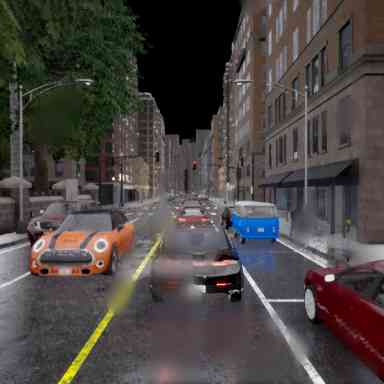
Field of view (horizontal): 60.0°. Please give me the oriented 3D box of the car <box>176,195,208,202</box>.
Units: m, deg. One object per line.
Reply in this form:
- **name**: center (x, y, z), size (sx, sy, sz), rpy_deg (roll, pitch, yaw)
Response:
- **car**: center (0.029, 1.338, 27.493), size (2.097, 1.767, 4.553), rpy_deg (0, 0, 2)

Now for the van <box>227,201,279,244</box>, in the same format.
- **van**: center (2.845, 1.336, 15.586), size (1.690, 1.788, 3.998), rpy_deg (0, 0, 0)

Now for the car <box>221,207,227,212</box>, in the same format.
- **car**: center (2.841, 1.557, 21.247), size (1.947, 1.339, 4.313), rpy_deg (0, 0, 0)

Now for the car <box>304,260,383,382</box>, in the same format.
- **car**: center (2.852, 1.544, 4.266), size (1.887, 1.381, 4.507), rpy_deg (0, 0, 0)

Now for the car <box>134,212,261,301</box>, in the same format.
- **car**: center (0.094, 1.490, 8.274), size (2.128, 1.511, 4.902), rpy_deg (0, 0, 0)

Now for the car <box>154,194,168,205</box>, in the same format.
- **car**: center (-5.710, 1.480, 59.059), size (1.752, 1.417, 4.829), rpy_deg (0, 0, 0)

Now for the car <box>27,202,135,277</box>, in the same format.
- **car**: center (-3.099, 1.349, 10.351), size (2.097, 1.767, 4.553), rpy_deg (0, 0, 0)

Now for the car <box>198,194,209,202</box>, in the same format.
- **car**: center (2.803, 1.387, 75.624), size (1.967, 1.590, 4.097), rpy_deg (0, 0, 0)

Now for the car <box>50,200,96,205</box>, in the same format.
- **car**: center (-5.680, 1.310, 15.541), size (2.192, 1.841, 5.009), rpy_deg (0, 0, 0)

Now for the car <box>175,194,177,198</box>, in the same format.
- **car**: center (-5.728, 1.496, 86.483), size (2.008, 1.369, 4.403), rpy_deg (0, 0, 0)

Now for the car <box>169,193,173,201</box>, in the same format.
- **car**: center (-5.717, 1.493, 70.131), size (1.887, 1.381, 4.507), rpy_deg (0, 0, 0)

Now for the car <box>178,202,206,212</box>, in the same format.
- **car**: center (0.091, 1.519, 18.536), size (1.812, 1.442, 4.674), rpy_deg (0, 0, 0)

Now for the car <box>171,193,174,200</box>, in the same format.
- **car**: center (-5.721, 1.491, 75.582), size (1.887, 1.381, 4.507), rpy_deg (0, 0, 0)

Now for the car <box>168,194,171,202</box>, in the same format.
- **car**: center (-5.713, 1.502, 64.680), size (2.008, 1.369, 4.403), rpy_deg (0, 0, 0)
